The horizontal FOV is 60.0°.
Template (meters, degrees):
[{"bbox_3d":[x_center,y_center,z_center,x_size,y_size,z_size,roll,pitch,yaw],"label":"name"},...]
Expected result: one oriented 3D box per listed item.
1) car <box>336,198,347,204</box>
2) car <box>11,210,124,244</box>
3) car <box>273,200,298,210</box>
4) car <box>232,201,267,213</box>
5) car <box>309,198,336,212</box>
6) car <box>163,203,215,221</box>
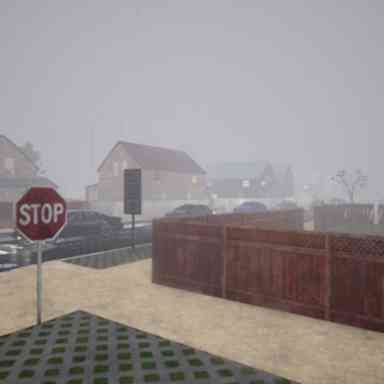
[{"bbox_3d":[22.779,1.727,51.754,2.097,1.767,4.553,0,0,32],"label":"car"},{"bbox_3d":[-5.868,1.607,16.472,2.033,1.411,5.357,0,0,37],"label":"car"},{"bbox_3d":[11.473,1.741,40.854,2.128,1.511,4.902,0,0,35],"label":"car"},{"bbox_3d":[5.753,1.661,32.817,1.882,1.535,5.008,0,0,35],"label":"car"},{"bbox_3d":[16.750,1.791,43.281,2.128,1.511,4.902,0,0,35],"label":"car"},{"bbox_3d":[-0.134,1.623,24.507,1.837,1.490,4.892,0,0,35],"label":"car"}]
